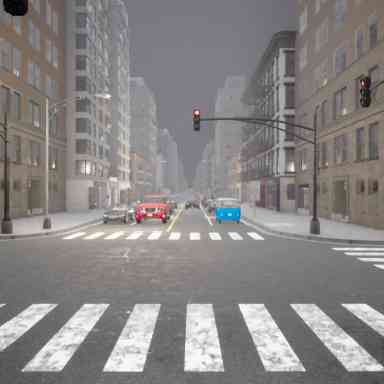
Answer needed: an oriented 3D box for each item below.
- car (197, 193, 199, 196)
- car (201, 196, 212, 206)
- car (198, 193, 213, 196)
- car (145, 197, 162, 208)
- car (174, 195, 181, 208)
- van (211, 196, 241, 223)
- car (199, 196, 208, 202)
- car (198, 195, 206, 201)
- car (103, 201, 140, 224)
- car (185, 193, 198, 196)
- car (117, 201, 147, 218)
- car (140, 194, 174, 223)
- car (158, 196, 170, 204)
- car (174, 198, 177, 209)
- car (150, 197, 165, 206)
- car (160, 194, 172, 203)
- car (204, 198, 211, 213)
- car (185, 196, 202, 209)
[{"bbox_3d":[2.585,1.422,64.660,1.967,1.590,4.097,0,0,0],"label":"car"},{"bbox_3d":[2.599,1.576,47.616,1.802,1.307,4.206,0,0,0],"label":"car"},{"bbox_3d":[2.594,1.305,53.298,2.192,1.841,5.009,0,0,0],"label":"car"},{"bbox_3d":[-5.427,1.519,47.434,1.752,1.417,4.829,0,0,0],"label":"car"},{"bbox_3d":[-2.872,1.500,45.434,1.837,1.490,4.892,0,0,0],"label":"car"},{"bbox_3d":[2.616,1.340,24.891,1.690,1.788,3.998,0,0,0],"label":"van"},{"bbox_3d":[2.576,1.524,76.023,2.008,1.369,4.403,0,0,0],"label":"car"},{"bbox_3d":[2.567,1.531,87.385,1.947,1.339,4.313,0,0,0],"label":"car"},{"bbox_3d":[-5.409,1.549,24.876,2.008,1.369,4.403,0,0,0],"label":"car"},{"bbox_3d":[0.043,1.542,68.957,1.994,1.385,4.181,0,0,0],"label":"car"},{"bbox_3d":[-5.413,1.543,30.558,1.887,1.381,4.507,0,0,0],"label":"car"},{"bbox_3d":[-2.869,1.220,25.557,2.150,2.045,5.566,0,0,0],"label":"car"},{"bbox_3d":[-5.440,1.548,64.649,1.947,1.339,4.313,0,0,0],"label":"car"},{"bbox_3d":[-2.880,1.599,35.374,1.895,1.301,4.718,0,0,0],"label":"car"},{"bbox_3d":[-5.431,1.556,53.286,1.947,1.339,4.313,0,0,0],"label":"car"},{"bbox_3d":[-5.445,1.292,70.330,2.192,1.841,5.009,0,0,0],"label":"car"},{"bbox_3d":[2.607,1.580,36.253,1.802,1.307,4.206,0,0,0],"label":"car"},{"bbox_3d":[0.058,1.596,45.749,1.895,1.301,4.718,0,0,0],"label":"car"}]
